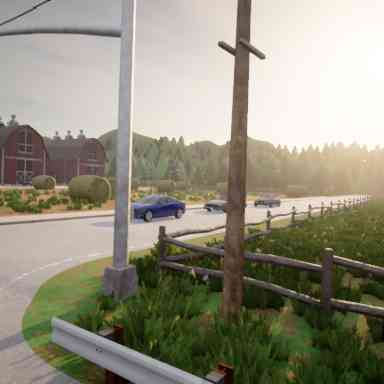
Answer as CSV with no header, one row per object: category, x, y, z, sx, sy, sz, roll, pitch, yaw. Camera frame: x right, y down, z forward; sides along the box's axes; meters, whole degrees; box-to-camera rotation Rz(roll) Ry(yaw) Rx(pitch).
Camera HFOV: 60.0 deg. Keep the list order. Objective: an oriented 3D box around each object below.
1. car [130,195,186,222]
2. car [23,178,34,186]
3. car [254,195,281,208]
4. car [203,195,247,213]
car,-2.352,0.944,21.185,1.882,1.535,5.008,3,2,33
car,-38.870,-2.328,79.363,1.905,1.878,3.866,8,2,-13
car,8.612,0.997,37.796,1.994,1.385,4.181,3,2,33
car,3.092,0.997,29.443,2.033,1.411,5.357,3,2,33
